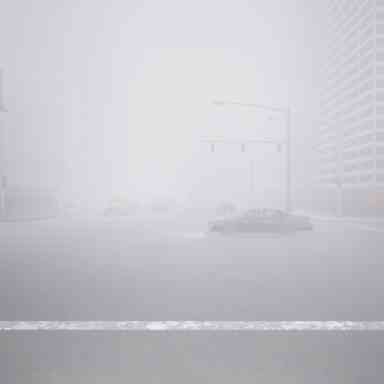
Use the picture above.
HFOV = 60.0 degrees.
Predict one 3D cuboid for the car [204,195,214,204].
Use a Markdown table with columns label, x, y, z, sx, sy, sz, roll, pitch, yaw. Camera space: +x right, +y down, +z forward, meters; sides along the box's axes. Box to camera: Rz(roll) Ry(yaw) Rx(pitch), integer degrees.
| label | x | y | z | sx | sy | sz | roll | pitch | yaw |
| --- | --- | --- | --- | --- | --- | --- | --- | --- | --- |
| car | 3.400 | 1.352 | 64.670 | 2.097 | 1.767 | 4.553 | 0 | 0 | 0 |

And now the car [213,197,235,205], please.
| label | x | y | z | sx | sy | sz | roll | pitch | yaw |
| --- | --- | --- | --- | --- | --- | --- | --- | --- | --- |
| car | 3.433 | 1.526 | 33.824 | 1.812 | 1.442 | 4.674 | 0 | 0 | 1 |

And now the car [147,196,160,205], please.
| label | x | y | z | sx | sy | sz | roll | pitch | yaw |
| --- | --- | --- | --- | --- | --- | --- | --- | --- | --- |
| car | -7.154 | 1.503 | 62.262 | 1.837 | 1.490 | 4.892 | 0 | 0 | 0 |

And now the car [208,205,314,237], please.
| label | x | y | z | sx | sy | sz | roll | pitch | yaw |
| --- | --- | --- | --- | --- | --- | --- | --- | --- | --- |
| car | 3.527 | 1.548 | 17.591 | 5.357 | 1.411 | 2.033 | 0 | 0 | 0 |

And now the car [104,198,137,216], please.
| label | x | y | z | sx | sy | sz | roll | pitch | yaw |
| --- | --- | --- | --- | --- | --- | --- | --- | --- | --- |
| car | -7.175 | 1.352 | 32.980 | 2.097 | 1.767 | 4.553 | 0 | 0 | 1 |

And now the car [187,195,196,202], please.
| label | x | y | z | sx | sy | sz | roll | pitch | yaw |
| --- | --- | --- | --- | --- | --- | --- | --- | --- | --- |
| car | -0.115 | 1.382 | 74.562 | 1.994 | 1.385 | 4.181 | 0 | 0 | 0 |

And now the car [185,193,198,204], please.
| label | x | y | z | sx | sy | sz | roll | pitch | yaw |
| --- | --- | --- | --- | --- | --- | --- | --- | --- | --- |
| car | -0.099 | 1.221 | 63.891 | 2.150 | 2.045 | 5.566 | 0 | 0 | 0 |

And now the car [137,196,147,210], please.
| label | x | y | z | sx | sy | sz | roll | pitch | yaw |
| --- | --- | --- | --- | --- | --- | --- | --- | --- | --- |
| car | -7.155 | 1.547 | 42.455 | 2.033 | 1.411 | 5.357 | 0 | 0 | 0 |

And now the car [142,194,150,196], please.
| label | x | y | z | sx | sy | sz | roll | pitch | yaw |
| --- | --- | --- | --- | --- | --- | --- | --- | --- | --- |
| car | -7.168 | 1.526 | 52.279 | 1.812 | 1.442 | 4.674 | 0 | 0 | 0 |

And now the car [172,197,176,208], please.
| label | x | y | z | sx | sy | sz | roll | pitch | yaw |
| --- | --- | --- | --- | --- | --- | --- | --- | --- | --- |
| car | -3.653 | 1.526 | 47.079 | 1.812 | 1.442 | 4.674 | 0 | 0 | 0 |

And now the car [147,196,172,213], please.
| label | x | y | z | sx | sy | sz | roll | pitch | yaw |
| --- | --- | --- | --- | --- | --- | --- | --- | --- | --- |
| car | -3.640 | 1.505 | 37.849 | 1.837 | 1.490 | 4.892 | 0 | 0 | 0 |
